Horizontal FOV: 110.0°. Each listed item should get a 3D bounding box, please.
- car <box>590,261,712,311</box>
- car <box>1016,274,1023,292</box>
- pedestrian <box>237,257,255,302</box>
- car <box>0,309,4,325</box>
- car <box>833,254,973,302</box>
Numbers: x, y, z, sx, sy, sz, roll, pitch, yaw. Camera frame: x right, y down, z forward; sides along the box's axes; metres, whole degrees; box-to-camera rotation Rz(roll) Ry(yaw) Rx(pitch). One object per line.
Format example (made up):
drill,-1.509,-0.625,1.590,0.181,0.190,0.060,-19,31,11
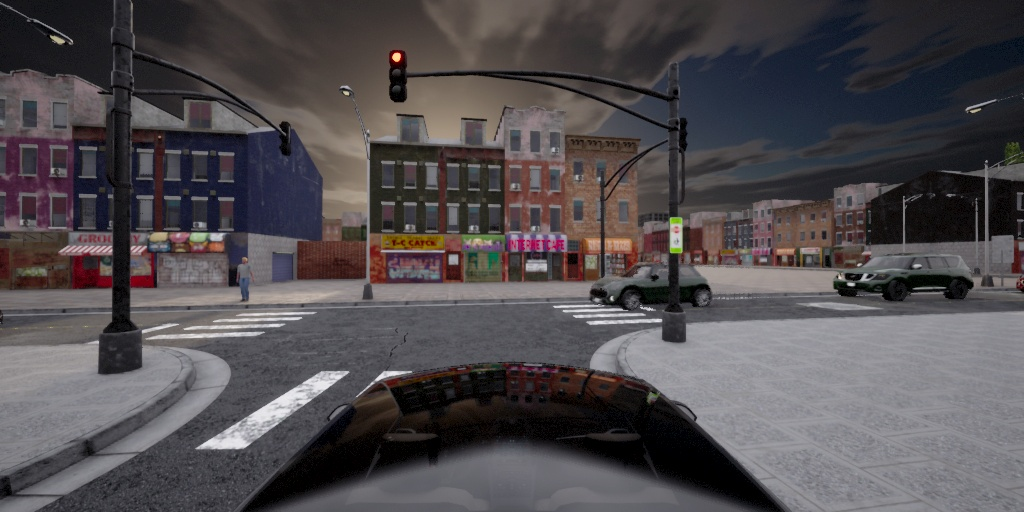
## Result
car,5.423,1.091,14.209,4.553,1.767,2.097,0,0,-14
car,28.618,1.034,18.186,4.553,1.767,2.097,0,0,-8
pedestrian,-11.107,0.945,14.948,0.375,1.860,0.375,0,0,-9
car,-15.411,1.277,8.354,4.902,1.511,2.128,0,0,-8
car,17.990,0.931,16.563,5.566,2.045,2.150,0,0,-9
